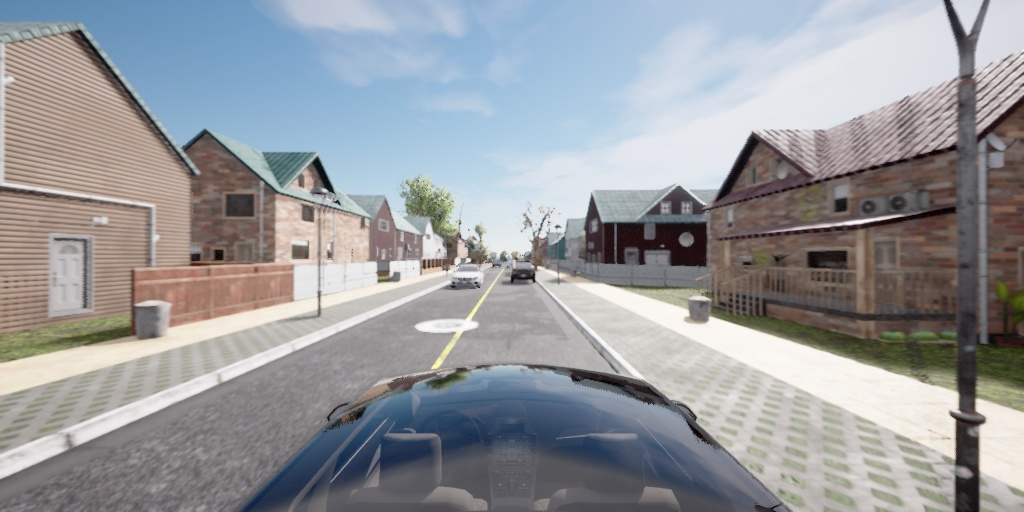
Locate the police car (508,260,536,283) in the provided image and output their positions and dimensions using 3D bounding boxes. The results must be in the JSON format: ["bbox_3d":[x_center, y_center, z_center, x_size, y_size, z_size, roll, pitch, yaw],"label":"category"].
[{"bbox_3d":[0.834,1.195,28.189,1.930,1.638,5.238,0,0,0],"label":"police car"}]

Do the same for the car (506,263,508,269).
[{"bbox_3d":[0.022,1.412,61.946,1.812,1.442,4.674,0,0,0],"label":"car"}]

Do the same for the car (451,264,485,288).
[{"bbox_3d":[-2.839,1.291,23.742,1.812,1.442,4.674,0,0,0],"label":"car"}]
